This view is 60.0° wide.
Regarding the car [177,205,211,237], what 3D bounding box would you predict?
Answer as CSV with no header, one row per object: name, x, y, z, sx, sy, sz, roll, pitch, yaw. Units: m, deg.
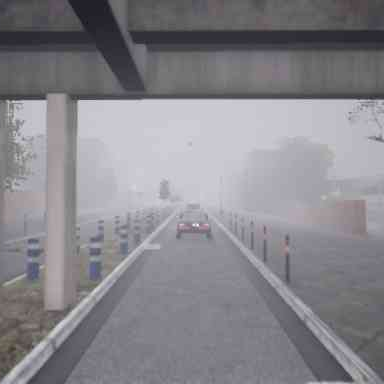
car,0.094,1.689,18.755,2.033,1.411,5.357,0,-1,0

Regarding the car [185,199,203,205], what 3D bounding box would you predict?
car,0.101,1.972,42.623,1.837,1.490,4.892,0,-1,0
